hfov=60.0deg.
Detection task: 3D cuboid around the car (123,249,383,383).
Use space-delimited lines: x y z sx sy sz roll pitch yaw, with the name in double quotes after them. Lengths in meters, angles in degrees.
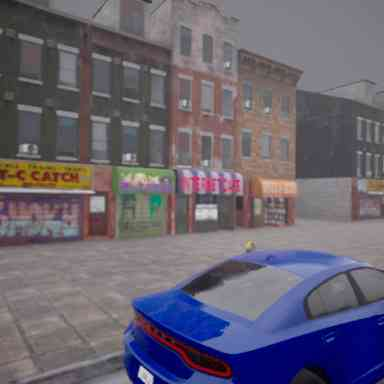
1.606 1.517 4.418 5.008 1.535 1.882 1 0 -35 "car"
